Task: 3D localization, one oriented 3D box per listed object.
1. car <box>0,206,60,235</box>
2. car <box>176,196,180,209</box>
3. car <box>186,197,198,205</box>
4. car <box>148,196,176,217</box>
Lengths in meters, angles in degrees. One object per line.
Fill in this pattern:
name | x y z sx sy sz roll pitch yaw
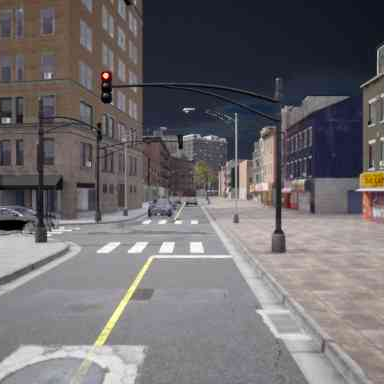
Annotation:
car | -9.936 1.538 18.455 4.902 1.511 2.128 0 0 2
car | -2.891 1.512 41.893 1.837 1.490 4.892 0 0 0
car | -0.056 1.578 57.023 1.994 1.385 4.181 0 0 0
car | -2.880 1.355 31.197 2.097 1.767 4.553 0 0 0
